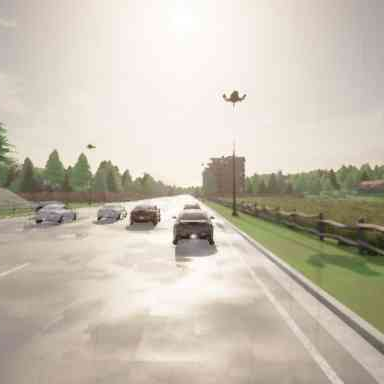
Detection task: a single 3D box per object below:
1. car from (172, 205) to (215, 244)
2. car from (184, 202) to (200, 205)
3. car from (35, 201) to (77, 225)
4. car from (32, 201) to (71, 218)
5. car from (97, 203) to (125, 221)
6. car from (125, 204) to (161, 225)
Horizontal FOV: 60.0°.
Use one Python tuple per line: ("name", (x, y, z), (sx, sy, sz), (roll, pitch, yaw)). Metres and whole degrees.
("car", (0.058, 1.617, 16.453), (1.837, 1.490, 4.892), (0, 0, 0))
("car", (0.008, 1.802, 35.505), (1.994, 1.385, 4.181), (0, 0, 0))
("car", (-10.463, 1.686, 25.829), (1.812, 1.442, 4.674), (0, 0, 0))
("car", (-13.981, 1.714, 33.500), (1.837, 1.490, 4.892), (0, 0, 0))
("car", (-6.971, 1.714, 29.294), (1.812, 1.442, 4.674), (0, 0, 0))
("car", (-3.463, 1.644, 25.358), (1.882, 1.535, 5.008), (0, 0, 0))
